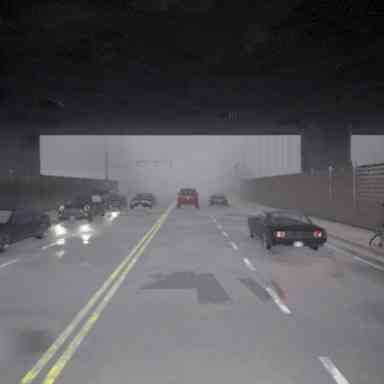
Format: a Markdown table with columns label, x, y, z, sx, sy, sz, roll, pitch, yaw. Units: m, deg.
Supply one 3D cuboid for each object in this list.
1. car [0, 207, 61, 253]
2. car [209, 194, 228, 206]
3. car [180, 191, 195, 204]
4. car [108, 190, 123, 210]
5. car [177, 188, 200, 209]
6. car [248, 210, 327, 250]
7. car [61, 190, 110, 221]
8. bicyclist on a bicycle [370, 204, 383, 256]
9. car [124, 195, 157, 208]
| label | x | y | z | sx | sy | sz | roll | pitch | yaw |
| --- | --- | --- | --- | --- | --- | --- | --- | --- | --- |
| car | -7.259 | 1.336 | 12.914 | 2.033 | 1.411 | 5.357 | 0 | 1 | -1 |
| car | 3.056 | 0.870 | 39.108 | 1.994 | 1.385 | 4.181 | 0 | 1 | -1 |
| car | -0.603 | 0.685 | 45.183 | 1.882 | 1.535 | 5.008 | 0 | 1 | -1 |
| car | -7.357 | 0.508 | 27.202 | 2.097 | 1.767 | 4.553 | 0 | 1 | -1 |
| car | -0.408 | 0.617 | 34.470 | 2.150 | 2.045 | 5.566 | 0 | 1 | -1 |
| car | 3.424 | 1.363 | 12.966 | 1.895 | 1.301 | 4.718 | 0 | 1 | -1 |
| car | -7.384 | 0.970 | 22.693 | 2.097 | 1.767 | 4.553 | 0 | 1 | -1 |
| bicyclist on a bicycle | 6.303 | 1.135 | 10.367 | 1.656 | 1.620 | 0.582 | -6 | 1 | -1 |
| car | -3.857 | 0.684 | 27.223 | 2.033 | 1.411 | 5.357 | 0 | 1 | -1 |
